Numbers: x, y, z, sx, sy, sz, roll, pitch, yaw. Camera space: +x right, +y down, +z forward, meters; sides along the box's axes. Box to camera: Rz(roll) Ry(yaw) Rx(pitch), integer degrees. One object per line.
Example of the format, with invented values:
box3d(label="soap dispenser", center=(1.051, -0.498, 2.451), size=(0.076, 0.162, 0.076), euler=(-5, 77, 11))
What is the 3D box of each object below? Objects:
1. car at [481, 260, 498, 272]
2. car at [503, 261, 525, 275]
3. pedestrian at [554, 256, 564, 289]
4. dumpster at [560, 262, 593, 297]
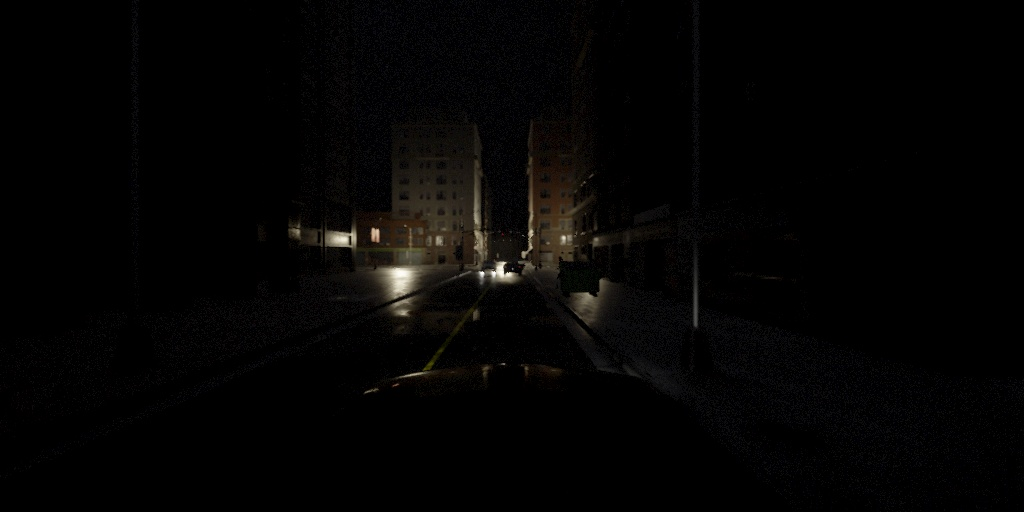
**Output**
box3d(label="car", center=(-3.002, 1.307, 47.450), size=(1.812, 1.442, 4.674), euler=(0, 0, 0))
box3d(label="car", center=(0.082, 1.314, 39.362), size=(1.994, 1.385, 4.181), euler=(0, 0, 0))
box3d(label="pedestrian", center=(2.567, 0.883, 18.963), size=(0.375, 1.860, 0.375), euler=(0, 0, -10))
box3d(label="dumpster", center=(3.134, 1.136, 17.694), size=(1.020, 1.700, 1.940), euler=(0, 0, 0))
